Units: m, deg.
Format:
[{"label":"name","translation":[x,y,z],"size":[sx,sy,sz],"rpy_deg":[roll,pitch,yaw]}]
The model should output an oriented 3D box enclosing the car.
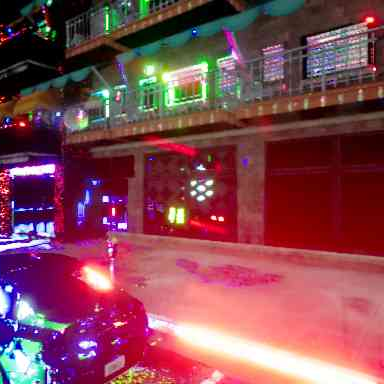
[{"label":"car","translation":[-2.577,1.570,4.708],"size":[4.403,1.369,2.008],"rpy_deg":[0,0,35]}]
